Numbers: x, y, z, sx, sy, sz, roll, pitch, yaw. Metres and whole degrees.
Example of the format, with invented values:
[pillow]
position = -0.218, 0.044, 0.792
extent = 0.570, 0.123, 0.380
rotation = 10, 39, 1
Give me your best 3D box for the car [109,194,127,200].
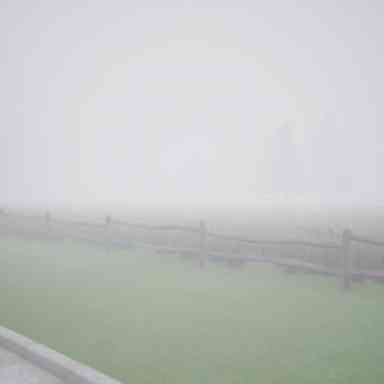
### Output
[car]
position = -17.523, 1.357, 78.582
extent = 4.605, 1.855, 1.932
rotation = 0, 0, 35
